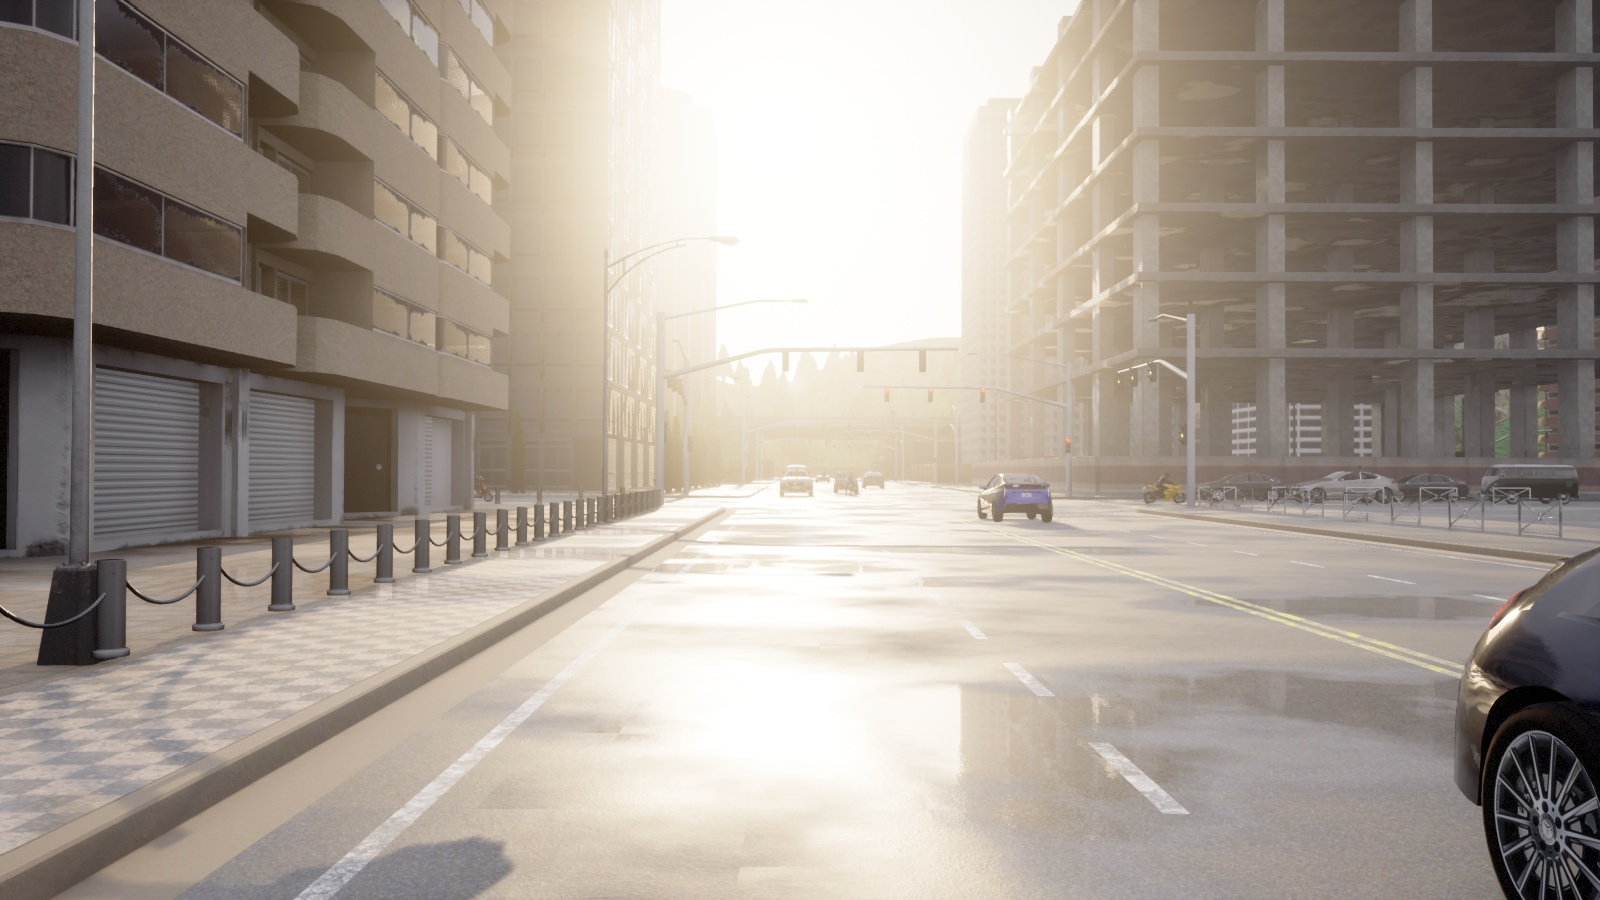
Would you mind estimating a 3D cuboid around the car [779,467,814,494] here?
[{"bbox_3d":[-0.211,1.928,79.617,2.152,1.651,5.027,0,-1,0],"label":"car"}]

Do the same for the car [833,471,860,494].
[{"bbox_3d":[3.265,2.267,88.743,1.789,1.549,3.705,0,-1,0],"label":"car"}]

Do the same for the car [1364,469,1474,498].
[{"bbox_3d":[32.643,1.743,66.259,4.892,1.490,1.837,0,-1,-1],"label":"car"}]

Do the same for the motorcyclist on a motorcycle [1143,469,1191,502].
[{"bbox_3d":[17.276,1.662,59.159,2.044,1.523,0.797,0,-1,-1],"label":"motorcyclist on a motorcycle"}]

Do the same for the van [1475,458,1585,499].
[{"bbox_3d":[36.441,1.418,62.785,4.442,1.987,1.775,0,-1,0],"label":"van"}]

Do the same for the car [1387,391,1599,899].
[{"bbox_3d":[3.492,0.623,2.625,2.152,1.651,5.027,0,-1,0],"label":"car"}]

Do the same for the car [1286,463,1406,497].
[{"bbox_3d":[27.222,1.480,62.726,5.027,1.651,2.152,0,-1,0],"label":"car"}]

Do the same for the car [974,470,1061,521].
[{"bbox_3d":[6.893,1.409,40.286,2.007,1.525,4.514,0,-1,0],"label":"car"}]

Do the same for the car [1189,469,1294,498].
[{"bbox_3d":[23.227,1.780,66.199,4.892,1.490,1.837,0,-1,0],"label":"car"}]

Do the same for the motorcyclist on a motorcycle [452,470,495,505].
[{"bbox_3d":[-15.234,1.756,58.636,1.817,1.590,0.866,0,-1,0],"label":"motorcyclist on a motorcycle"}]
